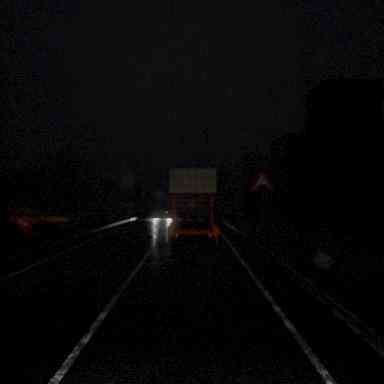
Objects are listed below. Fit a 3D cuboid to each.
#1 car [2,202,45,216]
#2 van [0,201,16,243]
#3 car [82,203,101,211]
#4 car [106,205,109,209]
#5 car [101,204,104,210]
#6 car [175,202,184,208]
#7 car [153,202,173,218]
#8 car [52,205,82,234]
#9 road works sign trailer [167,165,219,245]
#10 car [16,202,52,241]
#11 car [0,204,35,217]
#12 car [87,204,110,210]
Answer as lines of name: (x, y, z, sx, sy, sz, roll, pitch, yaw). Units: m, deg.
car: (-21.886, 2.144, 43.348, 4.553, 1.767, 2.185, 0, -2, 0)
van: (-9.625, 1.275, 12.827, 4.442, 1.987, 1.878, 0, -1, 0)
car: (-21.714, 3.136, 67.664, 4.674, 1.452, 2.002, 0, -2, 0)
car: (-21.686, 3.319, 74.210, 5.008, 1.535, 2.097, 0, -2, 0)
car: (-21.693, 3.209, 70.939, 4.892, 1.521, 2.231, 0, -2, 0)
car: (-2.954, 3.111, 78.839, 2.097, 1.767, 4.553, 0, -2, 0)
car: (-3.241, 2.143, 37.721, 1.837, 1.490, 4.892, 1, -2, 0)
car: (-9.342, 1.586, 18.779, 5.366, 1.575, 1.946, 0, -1, 0)
road works sign trailer: (0.047, 0.530, 15.833, 2.380, 3.560, 2.880, 0, -1, -1)
car: (-9.549, 1.414, 15.863, 4.553, 1.767, 2.185, 0, -1, 0)
car: (-21.831, 2.204, 40.174, 4.674, 1.452, 2.002, 0, -2, 0)
car: (-21.660, 3.466, 77.356, 4.674, 1.452, 2.002, 0, -2, 0)
